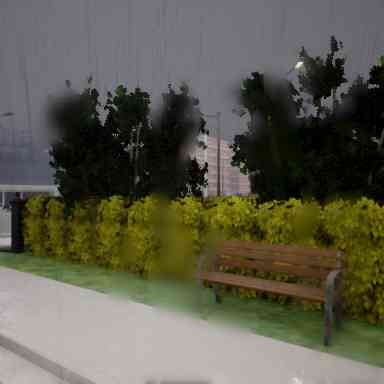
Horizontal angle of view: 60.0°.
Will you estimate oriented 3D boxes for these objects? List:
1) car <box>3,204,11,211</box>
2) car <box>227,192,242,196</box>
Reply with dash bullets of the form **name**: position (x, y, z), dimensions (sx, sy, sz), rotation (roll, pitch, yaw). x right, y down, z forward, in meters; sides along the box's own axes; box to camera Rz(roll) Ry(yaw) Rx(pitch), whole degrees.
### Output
- **car**: position (-18.867, 1.498, 38.793), dimensions (2.033, 1.411, 5.357), rotation (0, 0, 35)
- **car**: position (9.157, 0.695, 72.485), dimensions (2.128, 1.511, 4.902), rotation (0, 0, 35)
